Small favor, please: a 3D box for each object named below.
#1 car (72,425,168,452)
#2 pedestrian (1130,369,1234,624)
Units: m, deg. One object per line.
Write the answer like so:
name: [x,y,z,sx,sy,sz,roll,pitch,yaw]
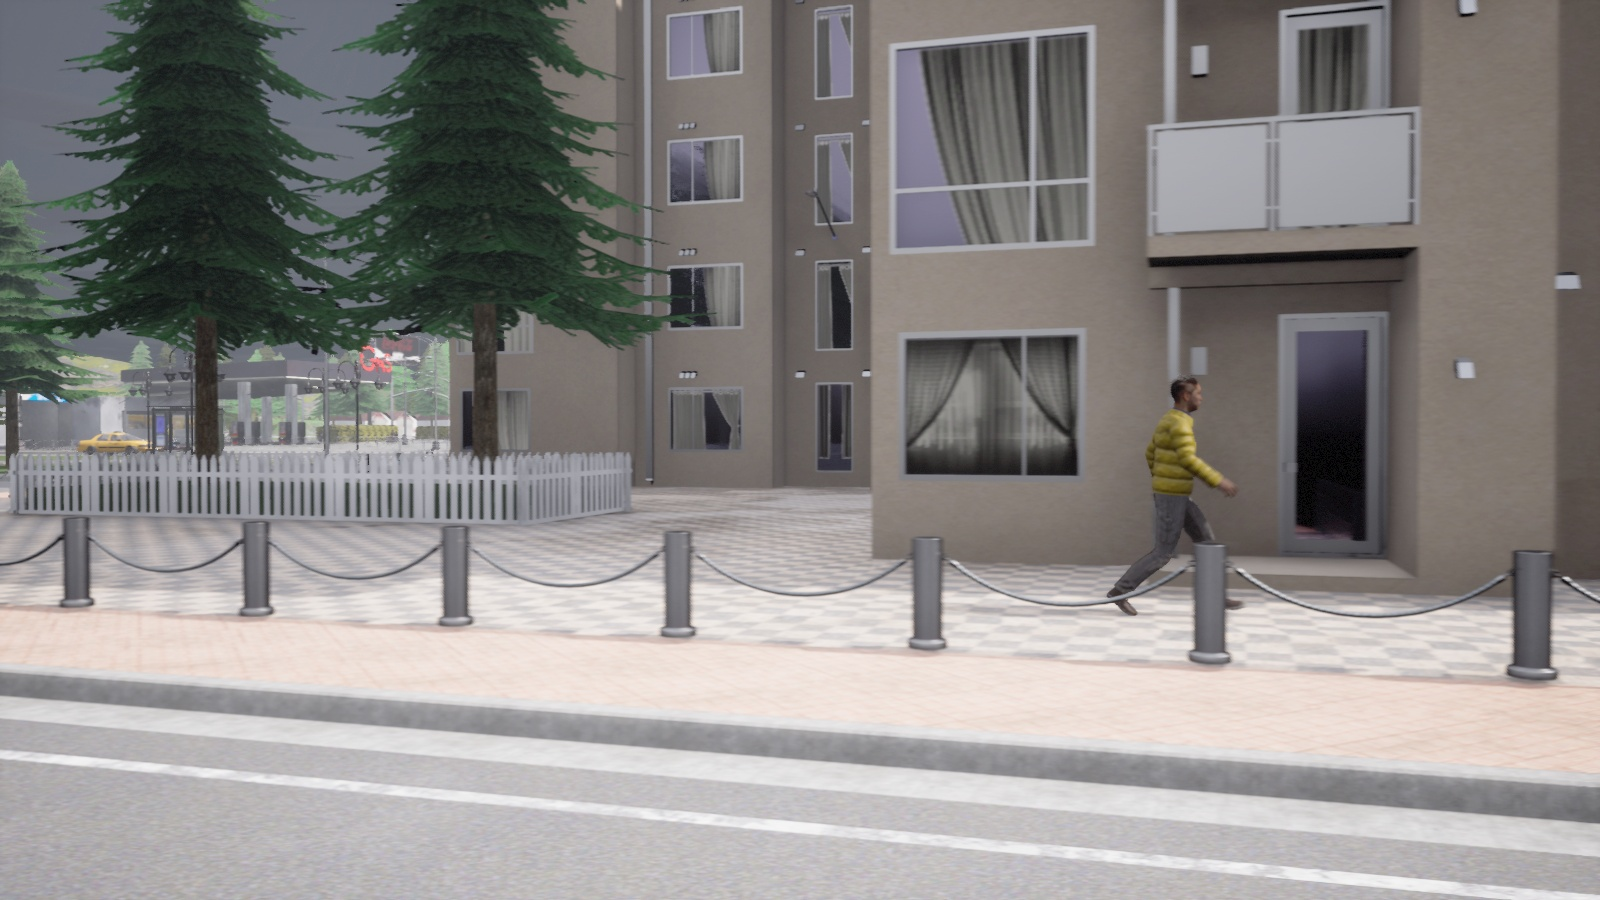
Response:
car: [-41.075,-0.705,75.828,5.366,1.575,1.801,1,1,16]
pedestrian: [2.831,0.333,9.354,0.709,1.840,0.431,1,1,15]
